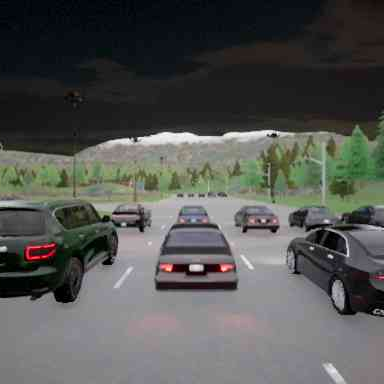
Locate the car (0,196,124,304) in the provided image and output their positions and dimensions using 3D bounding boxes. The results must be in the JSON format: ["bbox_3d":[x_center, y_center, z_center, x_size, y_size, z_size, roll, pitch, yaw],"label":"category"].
[{"bbox_3d":[-3.419,1.189,8.234,2.150,2.045,5.566,0,0,0],"label":"car"}]

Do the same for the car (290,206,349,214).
[{"bbox_3d":[7.053,1.488,19.423,1.994,1.385,4.181,0,0,0],"label":"car"}]

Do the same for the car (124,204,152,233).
[{"bbox_3d":[-3.446,1.416,19.197,2.128,1.511,4.902,0,0,0],"label":"car"}]

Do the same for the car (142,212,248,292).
[{"bbox_3d":[0.080,1.512,8.960,2.033,1.411,5.357,0,0,0],"label":"car"}]

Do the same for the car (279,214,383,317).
[{"bbox_3d":[3.562,1.476,7.402,1.837,1.490,4.892,0,0,0],"label":"car"}]

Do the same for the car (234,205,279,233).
[{"bbox_3d":[3.553,1.473,19.007,2.033,1.411,5.357,0,0,0],"label":"car"}]

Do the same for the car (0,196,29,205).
[{"bbox_3d":[-29.313,1.338,53.451,5.357,1.411,2.033,0,0,0],"label":"car"}]

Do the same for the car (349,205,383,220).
[{"bbox_3d":[10.555,1.472,19.166,2.033,1.411,5.357,0,0,0],"label":"car"}]

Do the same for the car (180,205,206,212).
[{"bbox_3d":[0.059,1.473,19.026,2.033,1.411,5.357,0,0,0],"label":"car"}]
